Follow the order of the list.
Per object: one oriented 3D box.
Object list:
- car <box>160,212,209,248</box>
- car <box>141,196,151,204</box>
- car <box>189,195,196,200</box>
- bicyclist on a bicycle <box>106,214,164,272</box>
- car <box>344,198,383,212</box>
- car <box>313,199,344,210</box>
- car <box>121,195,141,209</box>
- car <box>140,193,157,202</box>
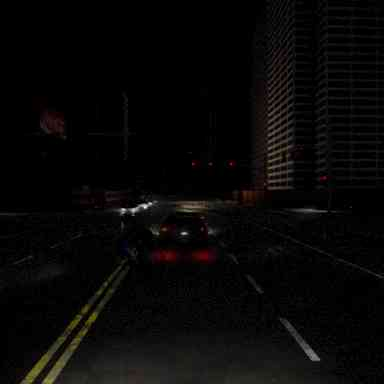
[{"bbox_3d":[-0.362,1.564,14.756,1.994,1.385,4.181,0,0,-2],"label":"car"},{"bbox_3d":[-9.138,1.601,60.635,1.895,1.301,4.718,0,0,-2],"label":"car"},{"bbox_3d":[0.243,1.525,94.655,2.128,1.511,4.902,0,0,-2],"label":"car"},{"bbox_3d":[-1.616,1.455,9.384,1.656,1.620,0.582,-2,0,-2],"label":"bicyclist on a bicycle"},{"bbox_3d":[20.965,1.492,38.763,4.902,1.511,2.128,0,0,-2],"label":"car"},{"bbox_3d":[18.310,1.547,42.161,5.357,1.411,2.033,0,0,-2],"label":"car"},{"bbox_3d":[-8.668,1.525,46.425,1.812,1.442,4.674,0,0,-2],"label":"car"},{"bbox_3d":[-9.499,1.525,72.866,2.128,1.511,4.902,0,0,-2],"label":"car"}]
